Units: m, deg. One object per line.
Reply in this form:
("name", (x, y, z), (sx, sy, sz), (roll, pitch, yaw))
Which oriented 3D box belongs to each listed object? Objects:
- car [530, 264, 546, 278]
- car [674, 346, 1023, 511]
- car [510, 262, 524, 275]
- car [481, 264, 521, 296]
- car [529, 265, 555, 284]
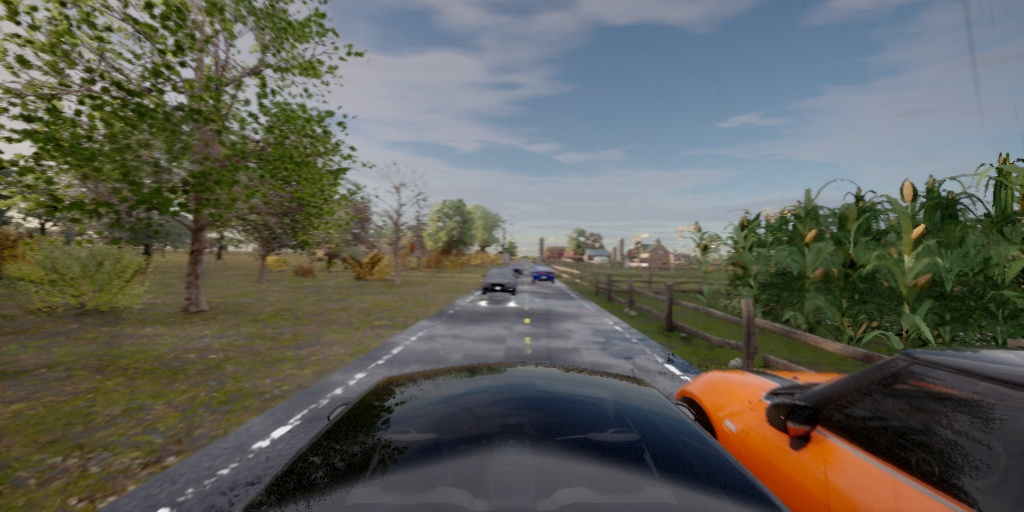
("car", (3.100, 1.770, 43.591), (1.812, 1.442, 4.674), (2, 0, 3))
("car", (2.406, 1.175, 1.402), (2.097, 1.767, 4.553), (2, -1, 3))
("car", (0.444, 1.540, 47.070), (2.097, 1.767, 4.553), (2, 0, 2))
("car", (-0.634, 1.422, 20.810), (1.837, 1.490, 4.892), (2, -1, 2))
("car", (2.705, 1.604, 31.698), (1.882, 1.535, 5.008), (2, 0, 2))
